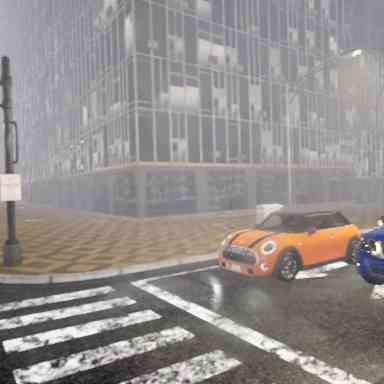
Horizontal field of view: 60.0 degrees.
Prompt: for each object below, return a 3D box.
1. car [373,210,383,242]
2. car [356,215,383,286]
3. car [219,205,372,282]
[{"bbox_3d":[10.334,1.430,15.005,4.718,1.301,1.895,-1,0,-35],"label":"car"},{"bbox_3d":[6.323,1.139,8.214,5.566,2.045,2.150,-1,0,-36],"label":"car"},{"bbox_3d":[2.977,1.330,9.833,4.553,1.767,2.097,-1,0,-34],"label":"car"}]
